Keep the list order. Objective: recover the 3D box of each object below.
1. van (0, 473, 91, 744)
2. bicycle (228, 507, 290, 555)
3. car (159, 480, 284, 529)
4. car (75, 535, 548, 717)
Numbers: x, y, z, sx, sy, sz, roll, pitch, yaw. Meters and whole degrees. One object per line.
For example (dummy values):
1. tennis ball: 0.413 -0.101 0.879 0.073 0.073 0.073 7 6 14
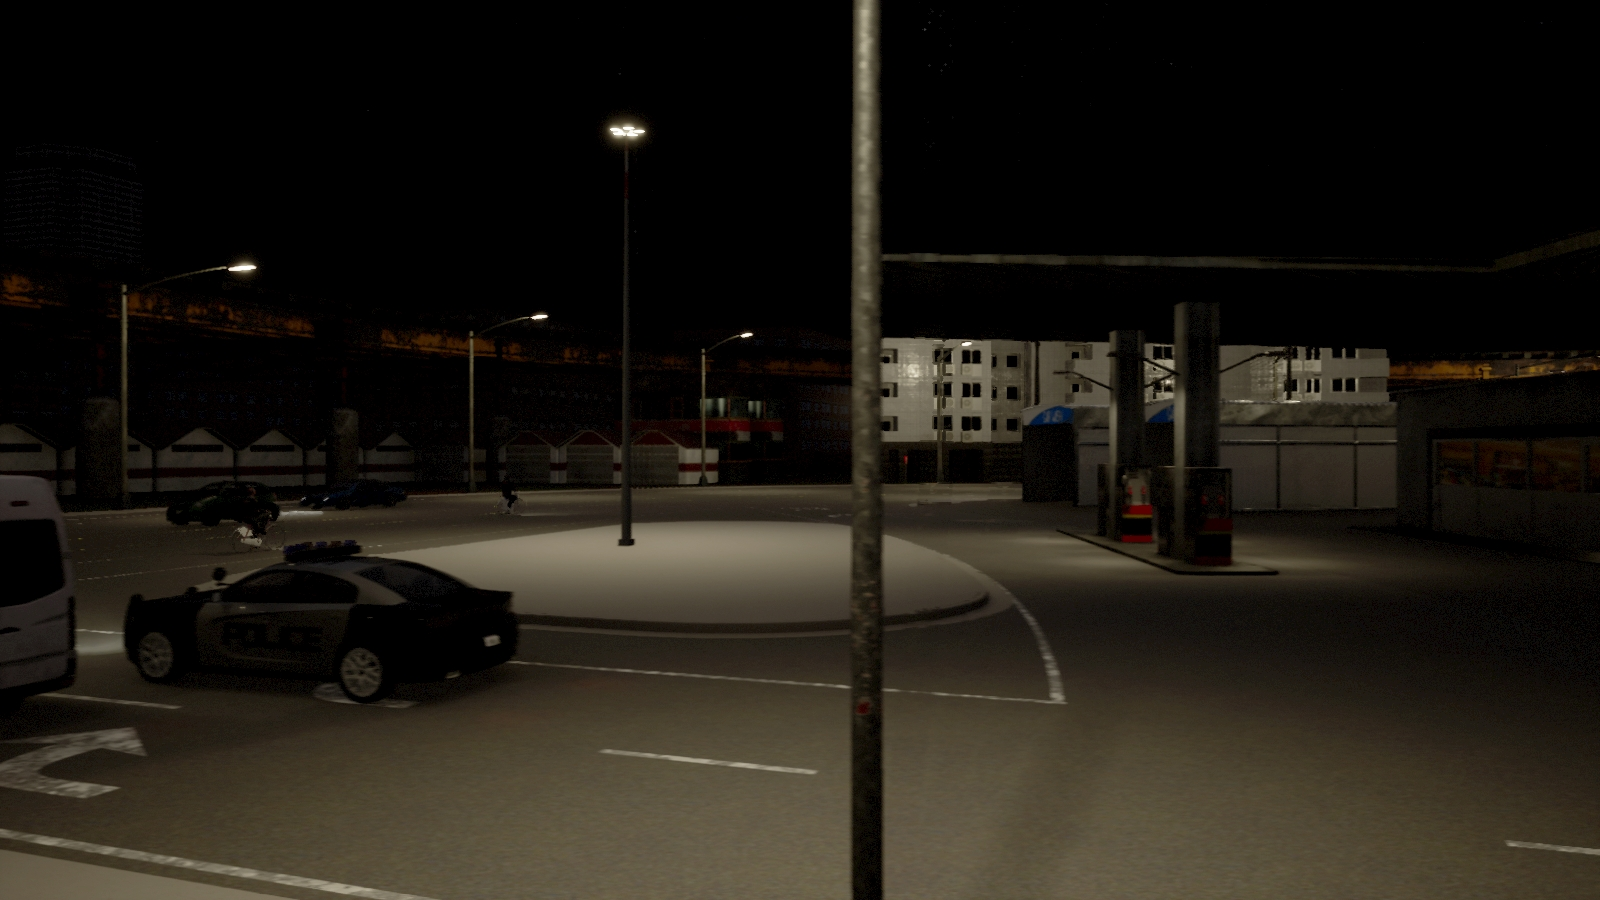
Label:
1. van: -10.448 1.534 11.876 5.915 2.561 1.988 0 0 20
2. bicycle: -14.793 2.198 31.271 0.329 1.196 1.835 0 0 20
3. car: -21.671 2.000 42.994 1.851 1.617 3.988 0 0 21
4. car: -5.884 1.982 13.817 5.238 1.638 2.097 0 0 20
